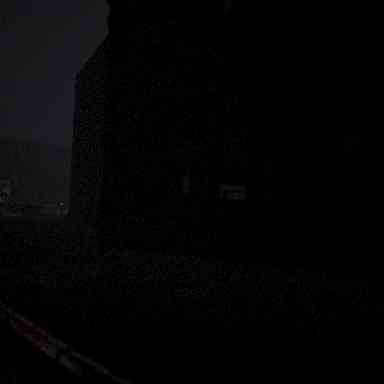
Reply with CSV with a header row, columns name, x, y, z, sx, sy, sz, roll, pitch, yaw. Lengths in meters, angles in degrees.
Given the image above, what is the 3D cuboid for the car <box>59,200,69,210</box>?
name,x,y,z,sx,sy,sz,roll,pitch,yaw
car,-18.626,2.051,51.764,2.128,1.511,4.902,4,-1,11

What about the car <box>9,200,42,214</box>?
name,x,y,z,sx,sy,sz,roll,pitch,yaw
car,-19.803,1.766,39.855,1.882,1.535,5.008,4,-1,3
